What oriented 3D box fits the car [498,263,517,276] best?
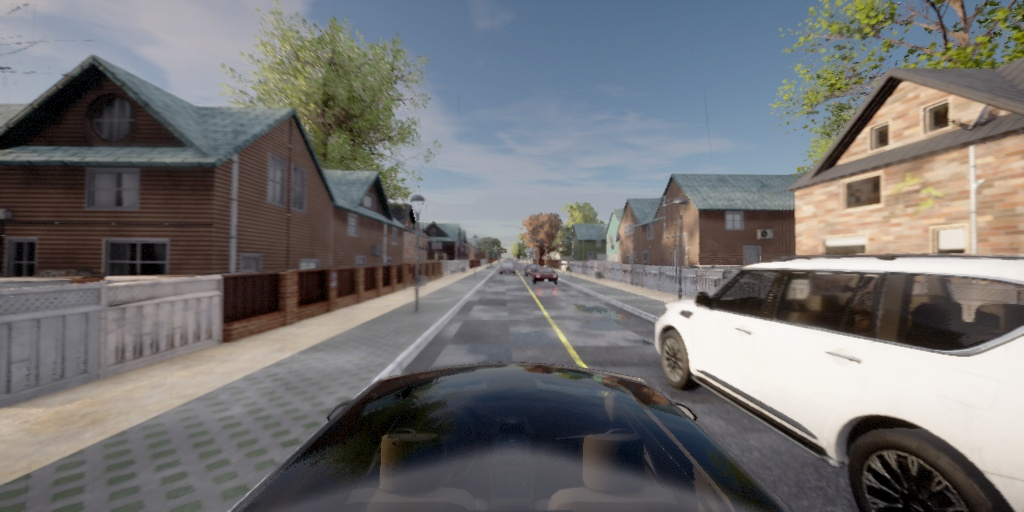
[{"bbox_3d":[-0.470,1.484,41.165,1.812,1.442,4.674,0,0,-1],"label":"car"}]

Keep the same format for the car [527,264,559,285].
[{"bbox_3d":[2.481,1.518,28.426,1.895,1.301,4.718,0,0,0],"label":"car"}]

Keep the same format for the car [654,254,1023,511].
[{"bbox_3d":[3.533,1.017,3.781,2.150,2.045,5.566,0,0,-1],"label":"car"}]

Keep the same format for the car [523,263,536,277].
[{"bbox_3d":[2.309,1.520,39.457,2.033,1.411,5.357,0,0,0],"label":"car"}]
